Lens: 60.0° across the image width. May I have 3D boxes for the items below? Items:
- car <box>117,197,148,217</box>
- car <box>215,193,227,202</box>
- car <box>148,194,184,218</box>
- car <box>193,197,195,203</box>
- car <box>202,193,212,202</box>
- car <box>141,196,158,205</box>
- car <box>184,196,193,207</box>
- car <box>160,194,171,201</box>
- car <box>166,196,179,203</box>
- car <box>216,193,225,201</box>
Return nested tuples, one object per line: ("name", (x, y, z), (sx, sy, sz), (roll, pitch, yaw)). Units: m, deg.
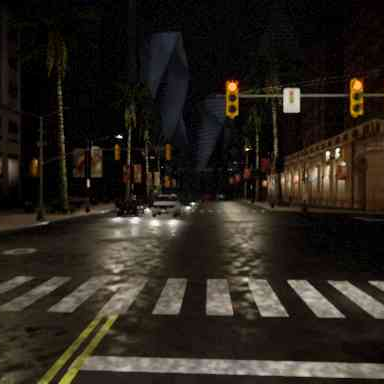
("car", (-5.708, 1.503, 31.406), (1.837, 1.490, 4.892), (0, 0, 3))
("car", (7.074, 1.518, 78.017), (2.128, 1.511, 4.902), (0, 0, 2))
("car", (-2.251, 1.219, 30.383), (2.150, 2.045, 5.566), (0, 0, 3))
("car", (-0.345, 1.560, 69.127), (1.994, 1.385, 4.181), (0, 0, 3))
("car", (3.565, 1.220, 77.812), (2.150, 2.045, 5.566), (0, 0, 2))
("car", (-7.505, 1.510, 59.369), (2.161, 1.482, 4.786), (0, 0, 2))
("car", (-1.268, 1.501, 51.368), (1.837, 1.490, 4.892), (0, 0, 3))
("car", (-6.417, 1.350, 81.273), (2.185, 1.767, 4.553), (0, 0, 2))
("car", (-3.939, 1.489, 67.613), (2.128, 1.511, 4.902), (0, 0, 3))
("car", (7.433, 1.212, 88.091), (2.150, 2.045, 5.566), (0, 0, 2))
